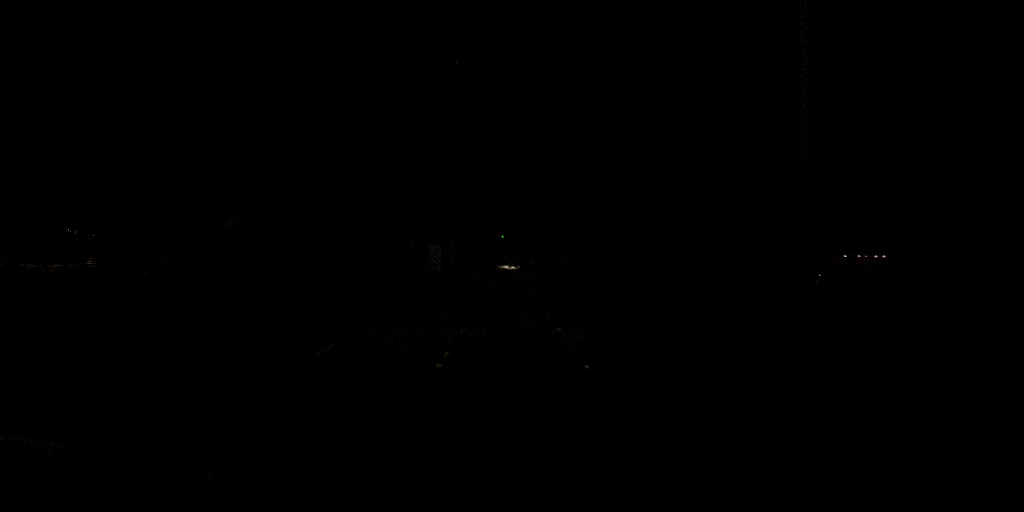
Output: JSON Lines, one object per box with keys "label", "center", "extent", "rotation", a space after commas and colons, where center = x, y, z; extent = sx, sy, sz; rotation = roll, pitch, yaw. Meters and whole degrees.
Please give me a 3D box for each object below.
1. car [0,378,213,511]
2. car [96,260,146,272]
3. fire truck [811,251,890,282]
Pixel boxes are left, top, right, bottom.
{"label": "car", "center": [-2.850, 1.223, 0.228], "extent": [2.128, 1.511, 4.902], "rotation": [0, -1, 0]}
{"label": "car", "center": [-45.977, 1.182, 42.199], "extent": [4.674, 1.442, 1.812], "rotation": [1, -2, 1]}
{"label": "fire truck", "center": [42.393, 1.284, 45.540], "extent": [8.468, 3.827, 2.891], "rotation": [1, -2, 0]}
